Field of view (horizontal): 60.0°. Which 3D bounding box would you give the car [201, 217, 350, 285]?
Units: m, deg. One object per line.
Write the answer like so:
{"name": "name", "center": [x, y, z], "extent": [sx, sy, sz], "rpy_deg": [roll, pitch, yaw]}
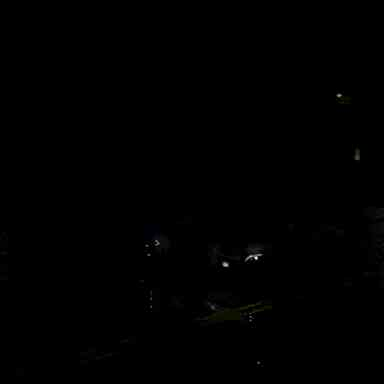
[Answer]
{"name": "car", "center": [2.731, 1.518, 9.625], "extent": [4.674, 1.442, 1.812], "rpy_deg": [0, 0, -36]}

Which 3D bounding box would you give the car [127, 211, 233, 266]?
{"name": "car", "center": [0.165, 1.470, 11.790], "extent": [5.008, 1.535, 1.882], "rpy_deg": [0, 0, -36]}
